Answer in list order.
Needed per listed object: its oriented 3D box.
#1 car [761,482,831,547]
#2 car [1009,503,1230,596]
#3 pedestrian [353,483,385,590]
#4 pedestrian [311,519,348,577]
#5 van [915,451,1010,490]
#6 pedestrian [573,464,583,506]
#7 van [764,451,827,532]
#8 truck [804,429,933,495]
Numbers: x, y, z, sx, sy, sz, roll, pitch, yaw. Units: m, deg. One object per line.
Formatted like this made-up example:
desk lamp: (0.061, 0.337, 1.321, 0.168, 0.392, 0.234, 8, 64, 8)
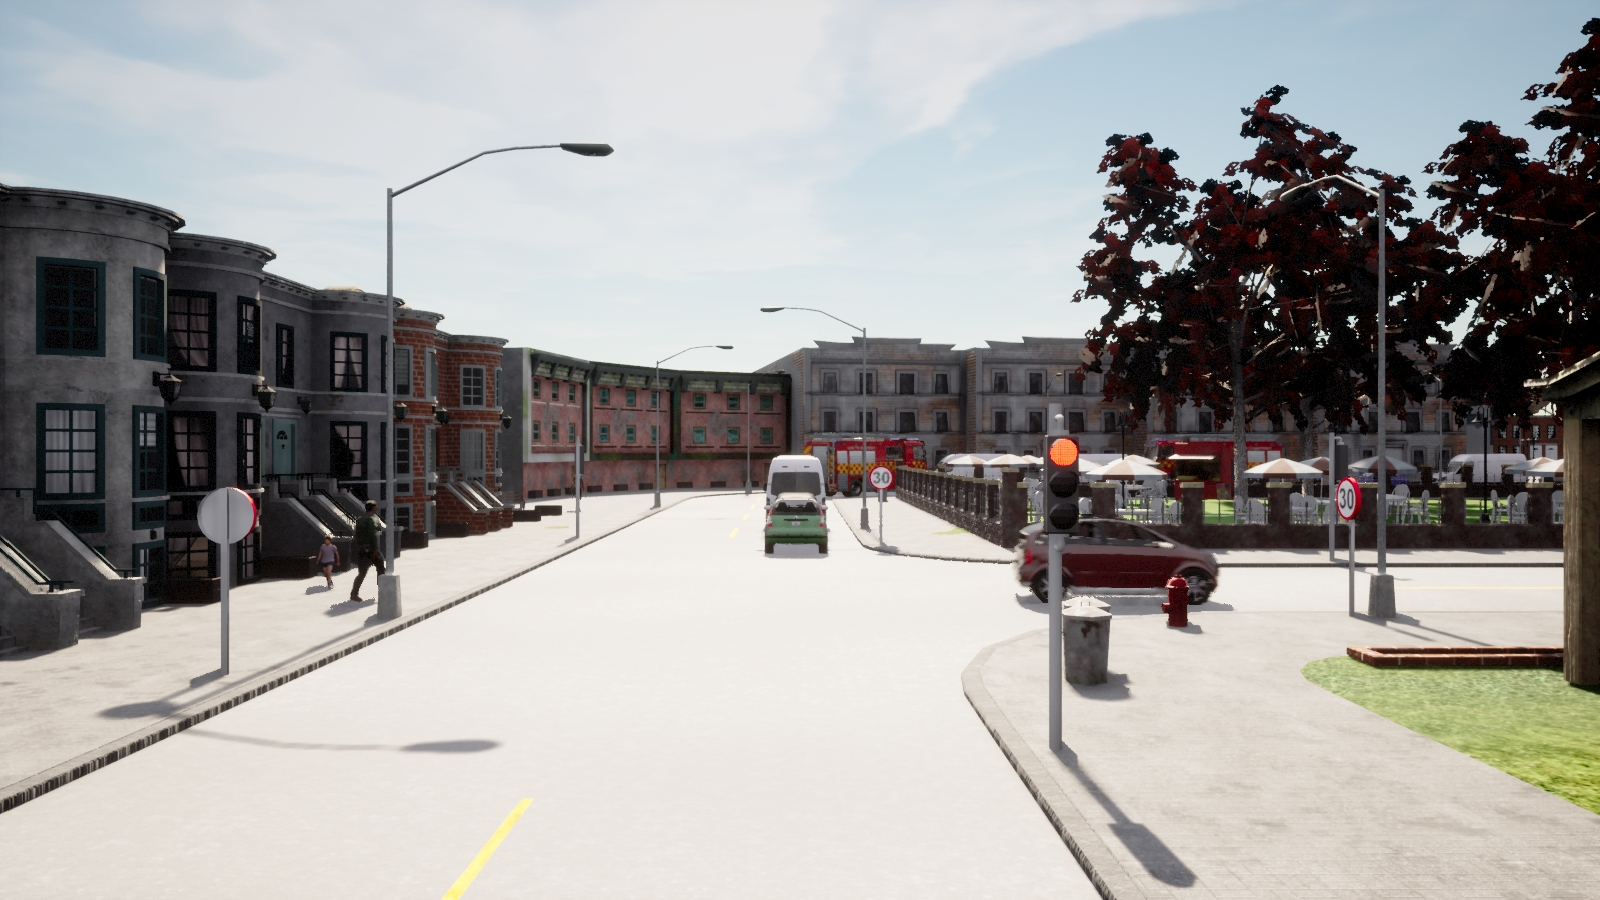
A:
car: (-0.119, 1.779, 32.373, 1.851, 1.617, 3.988, 0, 0, 0)
car: (5.849, 1.806, 21.283, 3.705, 1.549, 1.789, 0, 0, 5)
pedestrian: (-7.630, 1.524, 20.224, 0.375, 1.860, 0.375, 0, 0, 27)
pedestrian: (-9.165, 1.904, 22.262, 0.500, 1.100, 0.500, 0, 0, 0)
van: (10.550, 1.314, 74.428, 5.915, 2.561, 1.988, 0, 0, 0)
pedestrian: (-9.736, 1.525, 50.153, 0.375, 1.860, 0.375, 0, 0, -5)
van: (-0.147, 1.315, 39.074, 1.988, 2.561, 5.915, 0, 0, 0)
truck: (4.295, 0.672, 70.228, 8.468, 3.827, 2.891, 0, 0, -43)
